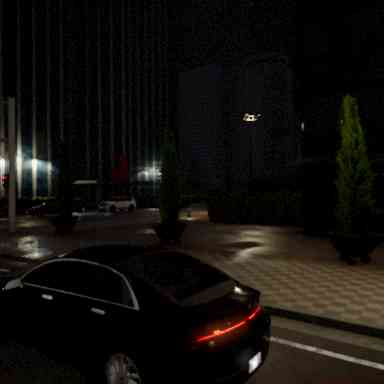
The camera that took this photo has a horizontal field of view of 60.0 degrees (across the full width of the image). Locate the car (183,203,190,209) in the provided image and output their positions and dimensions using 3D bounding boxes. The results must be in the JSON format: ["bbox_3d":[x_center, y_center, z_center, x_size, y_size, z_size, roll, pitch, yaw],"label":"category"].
[{"bbox_3d":[-2.335,1.956,48.964,1.895,1.301,4.718,-1,0,35],"label":"car"}]

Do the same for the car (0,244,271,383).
[{"bbox_3d":[-1.307,1.552,4.929,4.892,1.490,1.837,0,0,36],"label":"car"}]

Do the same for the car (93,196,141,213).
[{"bbox_3d":[-9.955,1.619,44.531,2.150,2.045,5.566,-1,0,35],"label":"car"}]

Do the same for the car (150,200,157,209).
[{"bbox_3d":[-4.163,1.963,52.774,1.994,1.385,4.181,-1,0,35],"label":"car"}]

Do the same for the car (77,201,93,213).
[{"bbox_3d":[-13.971,1.943,44.892,1.837,1.490,4.892,-1,0,35],"label":"car"}]

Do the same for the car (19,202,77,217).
[{"bbox_3d":[-15.658,1.887,36.383,2.128,1.511,4.902,-1,0,35],"label":"car"}]

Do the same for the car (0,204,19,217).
[{"bbox_3d":[-19.606,1.984,36.839,2.033,1.411,5.357,-1,0,35],"label":"car"}]

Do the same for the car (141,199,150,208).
[{"bbox_3d":[-7.983,1.931,53.429,2.128,1.511,4.902,-1,0,35],"label":"car"}]
